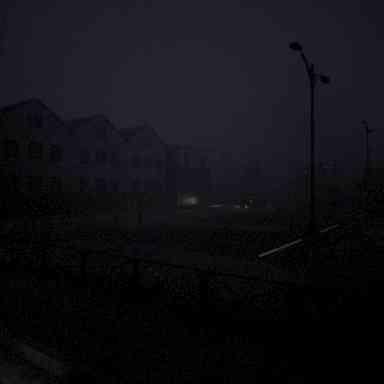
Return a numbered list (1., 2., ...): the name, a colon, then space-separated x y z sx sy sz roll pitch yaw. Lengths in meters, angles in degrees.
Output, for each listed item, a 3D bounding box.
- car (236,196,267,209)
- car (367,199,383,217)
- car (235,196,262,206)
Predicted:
1. car: 7.980 1.313 42.817 1.837 1.490 4.892 0 0 35
2. car: 15.422 1.298 26.809 2.007 1.523 4.514 0 0 35
3. car: 8.450 1.330 49.558 1.812 1.442 4.674 -1 0 42
